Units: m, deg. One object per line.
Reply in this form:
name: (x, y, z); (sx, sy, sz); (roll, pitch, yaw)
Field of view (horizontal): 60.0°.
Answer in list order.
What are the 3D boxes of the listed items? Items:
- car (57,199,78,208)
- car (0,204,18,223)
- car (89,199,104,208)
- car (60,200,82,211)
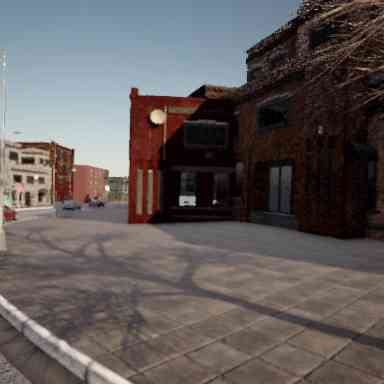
car: (-20.939, 1.984, 56.048); (1.994, 1.385, 4.181); (1, -1, 0)
car: (-15.205, 1.660, 26.026); (1.812, 1.442, 4.674); (1, -1, -10)
car: (-17.447, 2.091, 60.610); (1.812, 1.442, 4.674); (1, -1, -1)
car: (-17.289, 1.955, 47.624); (1.994, 1.385, 4.181); (1, -1, 0)
